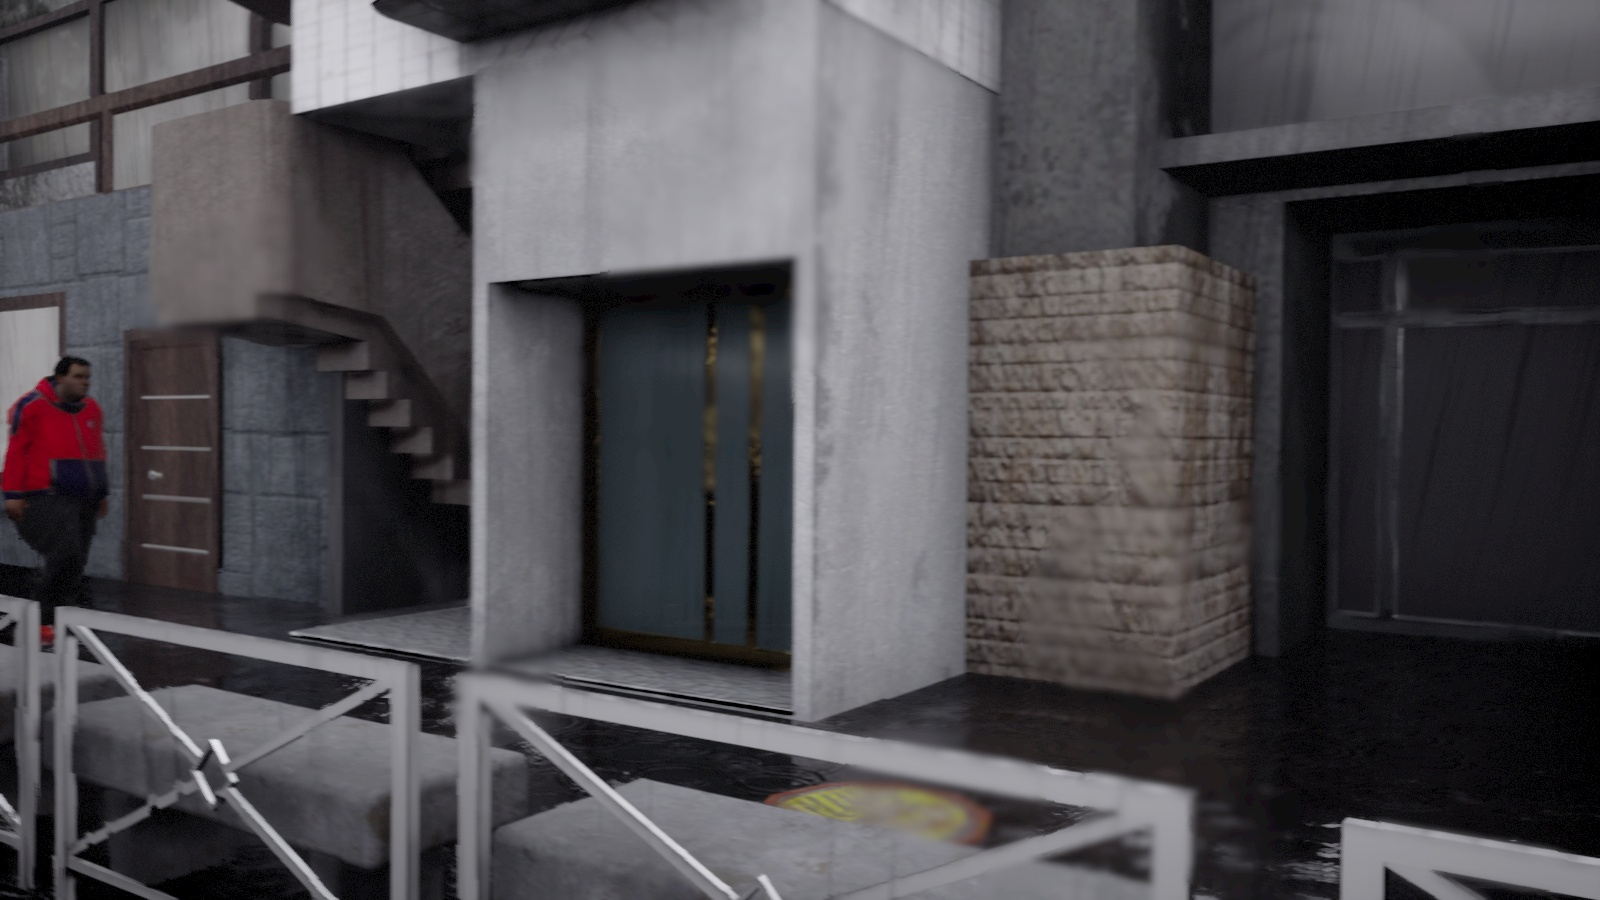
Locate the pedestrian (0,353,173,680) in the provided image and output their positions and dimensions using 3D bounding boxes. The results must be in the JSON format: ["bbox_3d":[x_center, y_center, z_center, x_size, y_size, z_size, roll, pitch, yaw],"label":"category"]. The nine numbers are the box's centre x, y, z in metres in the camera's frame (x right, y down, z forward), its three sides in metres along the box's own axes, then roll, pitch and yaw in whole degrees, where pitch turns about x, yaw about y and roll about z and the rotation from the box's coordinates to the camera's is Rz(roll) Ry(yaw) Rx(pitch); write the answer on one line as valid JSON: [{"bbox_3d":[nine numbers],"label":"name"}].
[{"bbox_3d":[-4.376,0.372,7.532,0.899,1.844,0.634,0,1,22],"label":"pedestrian"}]
